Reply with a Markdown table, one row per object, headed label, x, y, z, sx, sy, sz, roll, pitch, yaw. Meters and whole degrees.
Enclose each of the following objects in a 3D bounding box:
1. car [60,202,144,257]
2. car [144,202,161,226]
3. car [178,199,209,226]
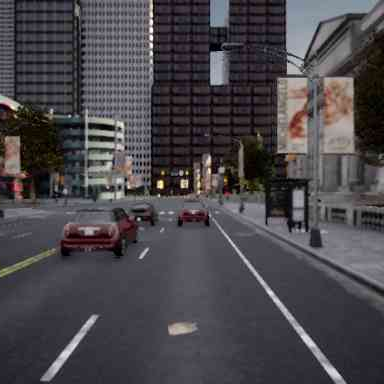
| label | x | y | z | sx | sy | sz | roll | pitch | yaw |
| --- | --- | --- | --- | --- | --- | --- | --- | --- | --- |
| car | -3.404 | 1.346 | 13.119 | 2.097 | 1.767 | 4.553 | 0 | 0 | 0 |
| car | -3.402 | 1.493 | 23.640 | 1.837 | 1.490 | 4.892 | 0 | 0 | 0 |
| car | 0.099 | 1.341 | 23.546 | 2.097 | 1.767 | 4.553 | 0 | 0 | 0 |
